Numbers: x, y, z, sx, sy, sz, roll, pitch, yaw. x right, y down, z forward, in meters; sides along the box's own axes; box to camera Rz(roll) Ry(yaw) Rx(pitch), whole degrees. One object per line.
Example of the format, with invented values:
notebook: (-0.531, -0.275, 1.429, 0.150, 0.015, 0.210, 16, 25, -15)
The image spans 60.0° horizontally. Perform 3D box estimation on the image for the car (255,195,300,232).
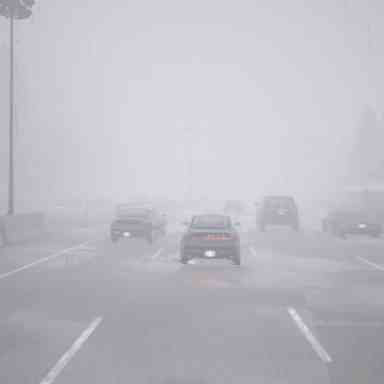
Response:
car: (5.191, 1.223, 20.605, 2.150, 2.045, 5.566, 0, 0, 8)

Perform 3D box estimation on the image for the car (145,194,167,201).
car: (-5.355, 1.417, 54.034, 1.837, 1.490, 4.892, 0, 0, 15)

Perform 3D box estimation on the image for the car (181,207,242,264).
car: (0.689, 1.495, 11.820, 1.837, 1.490, 4.892, 0, 0, 4)

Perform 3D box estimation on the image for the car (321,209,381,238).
car: (8.384, 1.583, 17.874, 1.994, 1.385, 4.181, 0, 0, 7)

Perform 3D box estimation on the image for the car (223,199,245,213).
car: (4.416, 1.487, 34.796, 1.837, 1.490, 4.892, 0, 0, 13)

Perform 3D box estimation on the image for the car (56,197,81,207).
car: (-17.702, 1.427, 48.265, 1.994, 1.385, 4.181, 0, 0, 15)

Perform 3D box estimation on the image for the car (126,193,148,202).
car: (-8.787, 1.118, 54.715, 2.150, 2.045, 5.566, 0, 0, 15)

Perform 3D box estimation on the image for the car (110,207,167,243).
car: (-2.418, 1.476, 15.971, 1.837, 1.490, 4.892, 0, 0, 6)

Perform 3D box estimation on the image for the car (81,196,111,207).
car: (-13.813, 1.371, 49.311, 2.128, 1.511, 4.902, 0, 0, 15)
